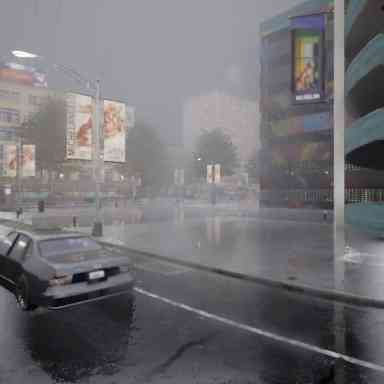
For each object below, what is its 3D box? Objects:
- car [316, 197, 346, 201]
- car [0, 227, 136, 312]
[{"bbox_3d":[17.422,1.320,42.551,4.674,1.452,2.002,0,0,-42],"label":"car"},{"bbox_3d":[-3.481,1.547,7.823,2.033,1.411,5.357,0,0,-44],"label":"car"}]
